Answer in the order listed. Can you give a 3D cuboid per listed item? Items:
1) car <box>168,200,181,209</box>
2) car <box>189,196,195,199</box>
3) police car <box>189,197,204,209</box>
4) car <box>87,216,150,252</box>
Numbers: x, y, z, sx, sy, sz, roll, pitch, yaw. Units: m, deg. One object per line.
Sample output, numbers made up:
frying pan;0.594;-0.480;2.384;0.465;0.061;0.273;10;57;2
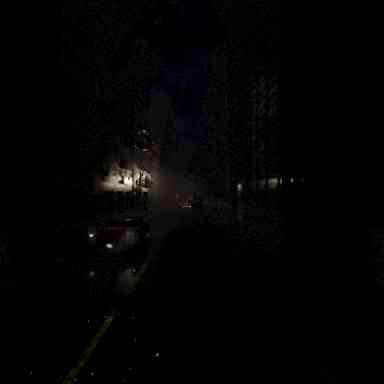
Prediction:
car;-2.984;2.099;57.209;1.882;1.535;5.008;0;-1;1
car;0.980;1.968;66.670;2.150;2.045;5.566;0;-1;0
police car;0.967;2.041;56.747;1.930;1.638;5.238;0;-1;0
car;-3.083;1.744;14.710;1.895;1.301;4.718;0;-1;0
